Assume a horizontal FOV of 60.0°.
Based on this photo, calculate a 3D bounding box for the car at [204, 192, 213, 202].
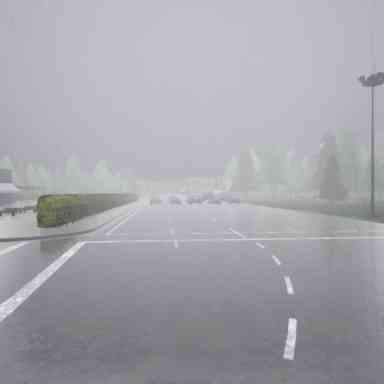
[{"bbox_3d":[3.149,1.055,69.661,2.150,2.045,5.566,0,0,-5],"label":"car"}]

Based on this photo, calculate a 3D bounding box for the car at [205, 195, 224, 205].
[{"bbox_3d":[4.004,1.599,60.113,1.895,1.301,4.718,0,0,-5],"label":"car"}]

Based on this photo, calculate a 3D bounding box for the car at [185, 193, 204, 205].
[{"bbox_3d":[0.486,1.350,60.156,2.097,1.767,4.553,0,0,-5],"label":"car"}]

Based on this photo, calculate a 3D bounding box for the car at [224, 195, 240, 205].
[{"bbox_3d":[7.455,1.502,60.810,1.837,1.490,4.892,0,0,-5],"label":"car"}]

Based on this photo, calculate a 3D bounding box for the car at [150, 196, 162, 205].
[{"bbox_3d":[-6.560,1.562,60.359,1.994,1.385,4.181,0,0,-5],"label":"car"}]

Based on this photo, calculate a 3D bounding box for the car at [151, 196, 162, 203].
[{"bbox_3d":[-7.306,1.562,68.696,1.994,1.385,4.181,0,0,-5],"label":"car"}]

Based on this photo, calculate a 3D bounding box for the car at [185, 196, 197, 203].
[{"bbox_3d":[-0.334,1.545,69.319,2.033,1.411,5.357,0,0,-5],"label":"car"}]

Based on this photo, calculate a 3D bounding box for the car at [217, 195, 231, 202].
[{"bbox_3d":[6.638,1.355,69.943,2.128,1.511,4.902,0,0,-5],"label":"car"}]

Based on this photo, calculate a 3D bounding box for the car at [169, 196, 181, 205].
[{"bbox_3d":[-3.006,1.599,59.904,1.895,1.301,4.718,0,0,-5],"label":"car"}]
